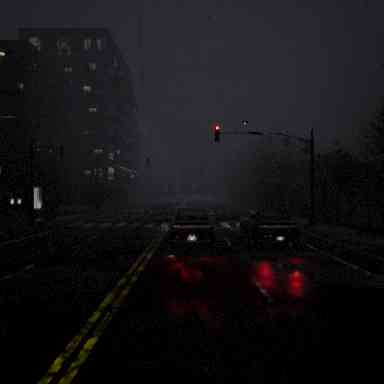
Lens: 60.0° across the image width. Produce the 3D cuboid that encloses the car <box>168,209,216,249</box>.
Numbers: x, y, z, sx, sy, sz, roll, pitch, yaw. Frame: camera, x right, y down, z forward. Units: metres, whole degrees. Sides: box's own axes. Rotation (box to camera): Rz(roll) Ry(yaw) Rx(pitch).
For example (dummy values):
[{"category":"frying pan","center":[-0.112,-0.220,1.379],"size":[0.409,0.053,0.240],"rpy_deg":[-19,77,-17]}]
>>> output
[{"category":"car","center":[0.000,1.497,14.651],"size":[2.128,1.511,4.902],"rpy_deg":[0,0,0]}]

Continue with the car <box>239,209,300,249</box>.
[{"category":"car","center":[3.250,1.497,14.650],"size":[2.128,1.511,4.902],"rpy_deg":[0,0,0]}]
